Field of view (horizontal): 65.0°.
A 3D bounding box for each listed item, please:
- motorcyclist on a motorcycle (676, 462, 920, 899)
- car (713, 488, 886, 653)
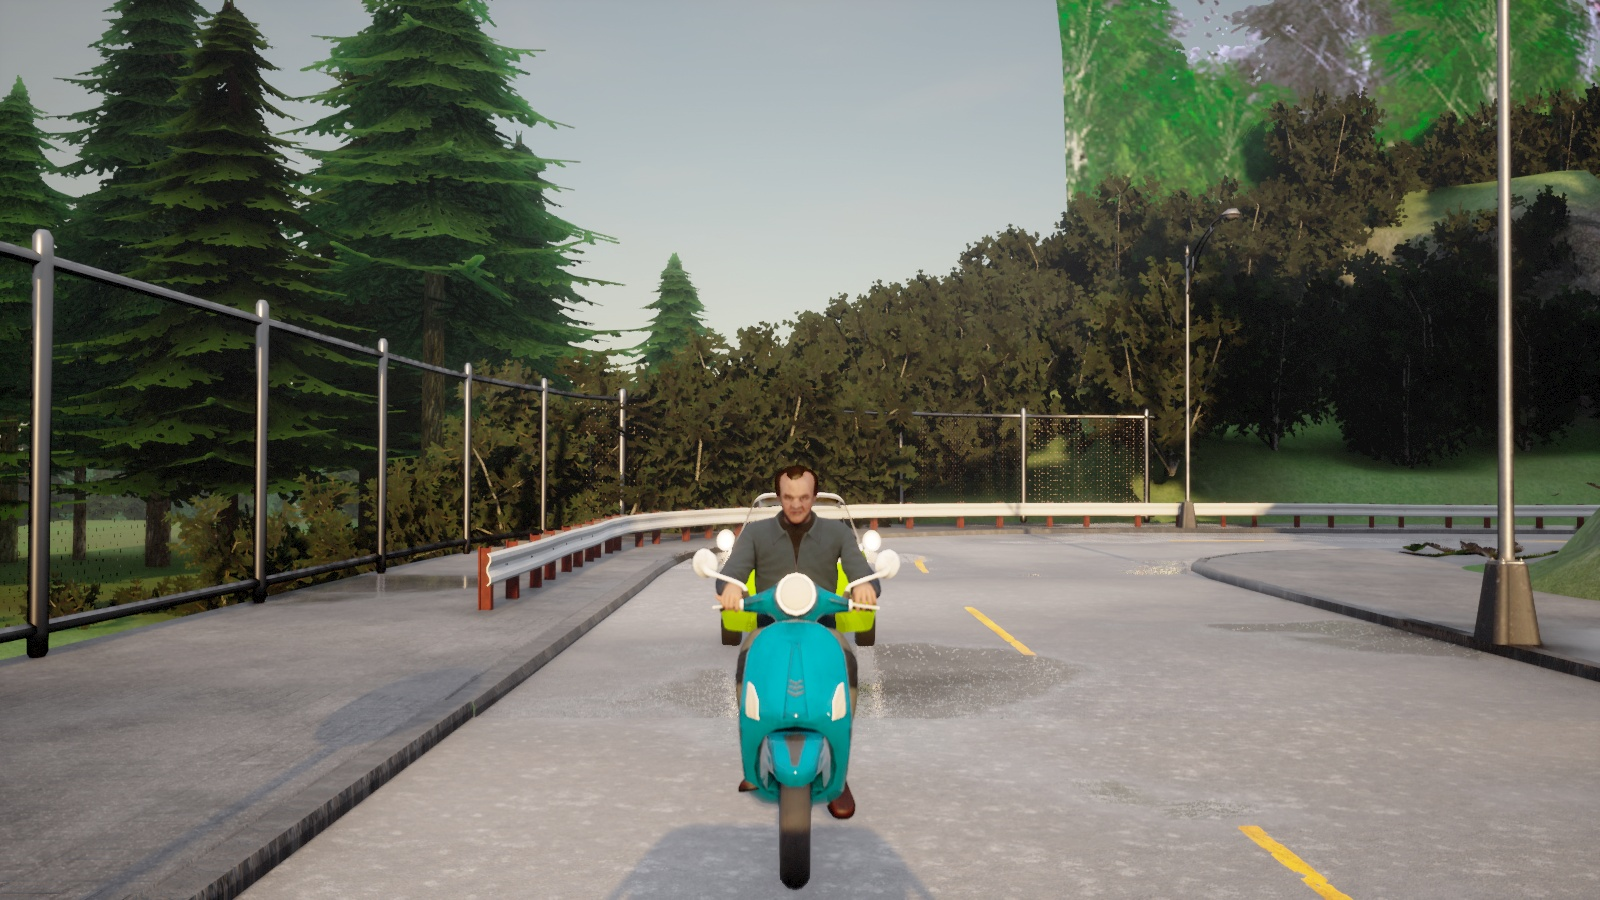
[{"bbox_3d":[-0.010,0.858,5.385,0.866,1.590,1.817,0,-1,0],"label":"motorcyclist on a motorcycle"},{"bbox_3d":[0.000,1.070,11.897,1.481,1.376,2.207,0,-1,0],"label":"car"}]
